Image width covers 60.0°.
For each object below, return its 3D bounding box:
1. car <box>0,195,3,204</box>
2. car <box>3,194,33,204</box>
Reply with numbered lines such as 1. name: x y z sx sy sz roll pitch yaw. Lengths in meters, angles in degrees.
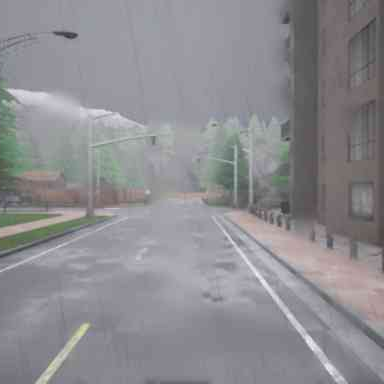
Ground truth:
1. car: -27.581 0.839 48.097 1.905 1.878 3.866 0 0 -1
2. car: -25.077 0.834 48.547 1.932 1.855 4.605 0 0 -1
